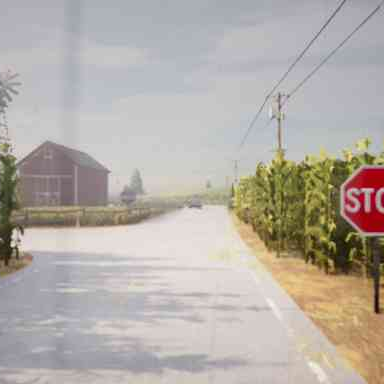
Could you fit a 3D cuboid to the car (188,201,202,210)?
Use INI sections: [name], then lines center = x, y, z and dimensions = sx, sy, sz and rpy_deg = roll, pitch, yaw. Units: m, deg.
[car]
center = 0.522, 2.164, 55.095
dimensions = 1.994, 1.385, 4.181
rpy_deg = 0, -1, 5
